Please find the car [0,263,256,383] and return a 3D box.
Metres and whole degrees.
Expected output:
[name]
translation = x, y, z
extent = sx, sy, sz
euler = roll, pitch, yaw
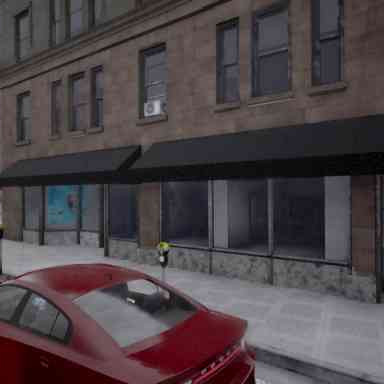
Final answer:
[car]
translation = -1.497, 1.545, 3.933
extent = 4.507, 1.381, 1.887
euler = 0, 0, 36
